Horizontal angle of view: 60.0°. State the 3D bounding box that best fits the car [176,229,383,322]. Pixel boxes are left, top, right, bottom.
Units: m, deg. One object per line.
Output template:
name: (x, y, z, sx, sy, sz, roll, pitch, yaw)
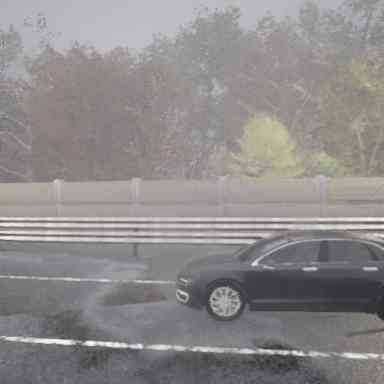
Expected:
car: (2.126, 1.510, 6.488, 4.892, 1.490, 1.837, 0, 0, 5)
